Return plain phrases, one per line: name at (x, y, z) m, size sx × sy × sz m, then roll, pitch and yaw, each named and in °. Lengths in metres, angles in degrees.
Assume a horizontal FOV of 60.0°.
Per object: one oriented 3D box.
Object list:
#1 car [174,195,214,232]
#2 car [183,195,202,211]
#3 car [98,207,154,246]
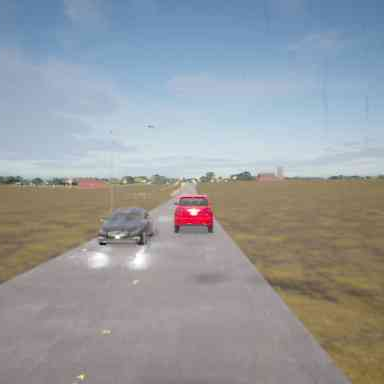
car at (0.092, 1.187, 19.958) m, size 2.150 × 2.045 × 5.566 m, roll 0°, pitch 0°, yaw 0°
car at (0.084, 1.215, 39.411) m, size 2.097 × 1.767 × 4.553 m, roll 0°, pitch 0°, yaw 0°
car at (-2.855, 1.483, 15.181) m, size 1.837 × 1.490 × 4.892 m, roll 0°, pitch 0°, yaw 0°
